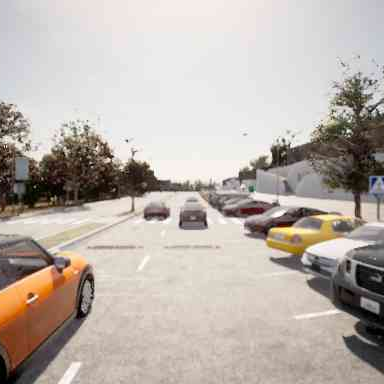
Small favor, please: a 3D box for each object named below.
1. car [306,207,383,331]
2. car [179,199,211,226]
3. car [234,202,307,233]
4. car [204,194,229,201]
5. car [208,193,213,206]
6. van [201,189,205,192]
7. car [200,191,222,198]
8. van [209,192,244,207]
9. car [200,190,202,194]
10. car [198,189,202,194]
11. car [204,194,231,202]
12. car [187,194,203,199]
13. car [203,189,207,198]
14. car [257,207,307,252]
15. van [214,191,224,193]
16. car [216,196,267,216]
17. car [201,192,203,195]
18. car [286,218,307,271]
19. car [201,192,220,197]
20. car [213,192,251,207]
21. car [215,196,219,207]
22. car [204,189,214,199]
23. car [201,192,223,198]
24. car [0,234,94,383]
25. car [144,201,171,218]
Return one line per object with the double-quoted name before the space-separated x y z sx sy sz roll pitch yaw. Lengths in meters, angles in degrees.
"car" 5.043 1.237 5.512 5.566 2.045 2.435 1 1 -20
"car" 0.077 1.439 22.725 1.812 1.442 4.674 0 0 0
"car" 5.027 1.462 17.529 4.792 1.488 2.163 1 1 -20
"car" 4.996 1.080 68.362 4.674 1.452 2.002 0 1 -20
"car" 5.023 1.293 41.500 4.892 1.521 2.231 1 0 -20
"van" 4.893 0.767 71.289 4.442 1.987 1.878 0 1 -20
"car" 4.810 0.692 86.194 5.366 1.575 1.946 0 1 -20
"van" 4.917 1.030 47.420 4.442 1.987 1.878 1 1 -20
"car" 4.968 0.812 74.318 4.553 1.767 2.185 0 1 -20
"car" 4.816 0.815 80.229 5.366 1.575 1.946 0 2 -20
"car" 5.031 1.117 65.390 4.792 1.488 2.163 1 1 -20
"car" 0.049 1.326 41.959 1.812 1.442 4.674 0 0 0
"car" 5.049 0.987 50.463 5.566 2.045 2.435 1 0 -20
"car" 5.231 1.465 11.606 5.366 1.575 1.946 1 0 -20
"van" 5.143 1.085 38.559 4.442 1.987 1.878 1 0 -20
"car" 5.015 1.392 29.535 4.792 1.488 2.163 1 1 -20
"car" 4.835 1.120 62.320 5.366 1.575 1.946 1 1 -20
"car" 5.066 1.517 8.533 4.674 1.452 2.002 1 1 -20
"car" 4.976 0.678 89.243 4.674 1.452 2.002 0 1 -20
"car" 5.007 1.201 35.525 4.553 1.767 2.185 1 0 -20
"car" 5.033 1.385 32.554 4.674 1.452 2.002 1 0 -20
"car" 5.004 1.023 44.467 5.566 2.045 2.435 1 1 -20
"car" 5.012 0.787 83.291 4.792 1.488 2.163 0 1 -20
"car" -2.905 1.352 4.519 2.097 1.767 4.553 0 0 0
"car" -2.928 1.443 28.447 1.994 1.385 4.181 0 0 0
